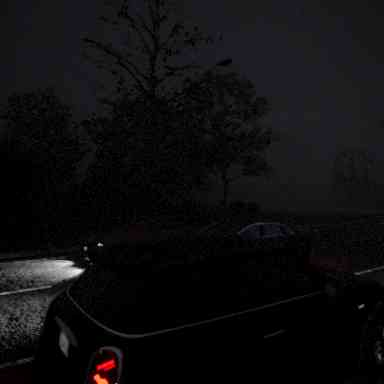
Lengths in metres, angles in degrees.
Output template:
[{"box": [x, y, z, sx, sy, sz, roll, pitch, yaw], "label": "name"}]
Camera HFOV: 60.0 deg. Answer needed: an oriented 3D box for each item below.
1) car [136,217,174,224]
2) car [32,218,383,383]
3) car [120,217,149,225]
[{"box": [1.251, 1.491, 9.094, 4.902, 1.511, 2.128, 0, 0, -35], "label": "car"}, {"box": [0.617, 1.351, 4.134, 4.553, 1.767, 2.097, 0, 0, -35], "label": "car"}, {"box": [-1.629, 1.563, 11.353, 4.181, 1.385, 1.994, 0, 0, -35], "label": "car"}]
